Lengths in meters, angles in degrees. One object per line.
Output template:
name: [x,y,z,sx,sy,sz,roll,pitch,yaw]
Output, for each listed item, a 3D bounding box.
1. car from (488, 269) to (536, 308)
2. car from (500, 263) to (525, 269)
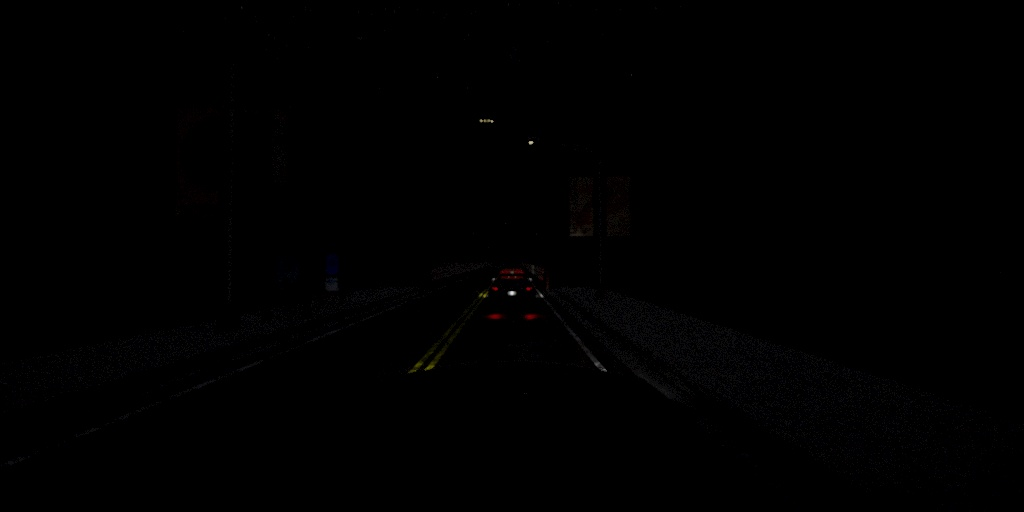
car: [0.006,1.457,16.136,1.994,1.385,4.181,0,-1,0]
car: [0.005,1.389,30.927,2.097,1.767,4.553,0,-1,0]
